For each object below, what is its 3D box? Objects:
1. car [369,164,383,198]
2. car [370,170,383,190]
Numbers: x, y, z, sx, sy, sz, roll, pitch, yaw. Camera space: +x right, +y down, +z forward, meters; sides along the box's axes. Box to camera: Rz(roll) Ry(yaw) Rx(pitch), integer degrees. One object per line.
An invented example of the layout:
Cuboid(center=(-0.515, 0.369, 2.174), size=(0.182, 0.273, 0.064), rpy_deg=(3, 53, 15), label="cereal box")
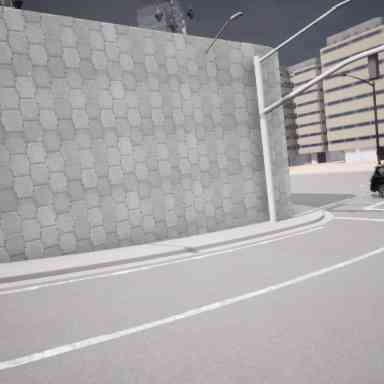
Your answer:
Cuboid(center=(13.321, -0.744, 19.280), size=(2.150, 2.045, 5.566), rpy_deg=(-10, 6, -35), label="car")
Cuboid(center=(15.366, -0.958, 23.284), size=(1.895, 1.301, 4.718), rpy_deg=(-11, 7, -43), label="car")
